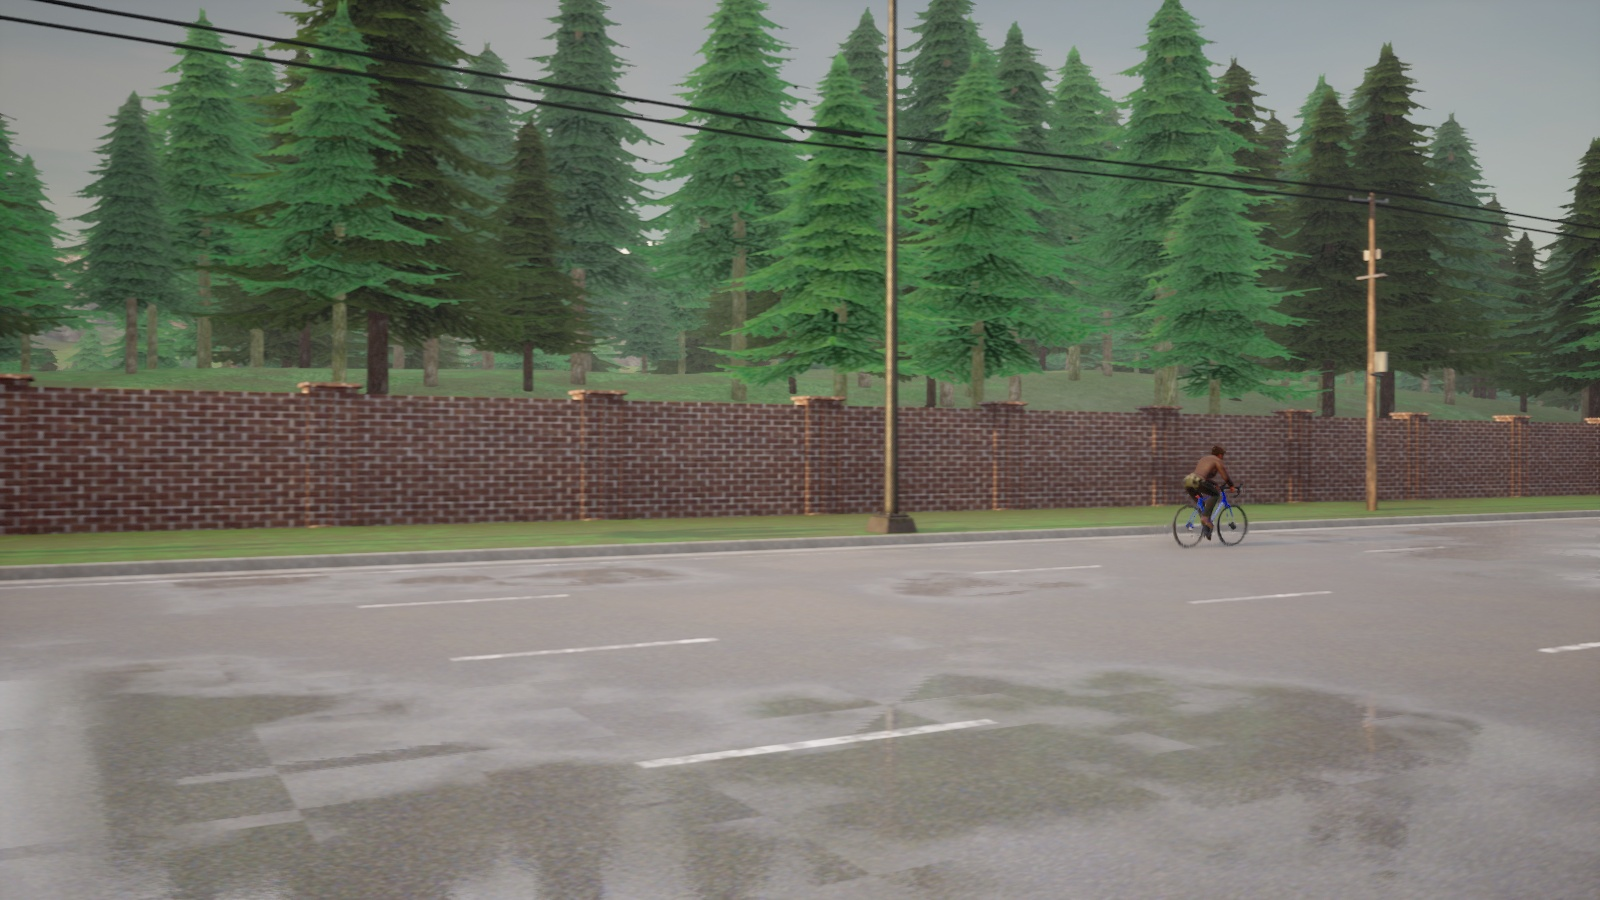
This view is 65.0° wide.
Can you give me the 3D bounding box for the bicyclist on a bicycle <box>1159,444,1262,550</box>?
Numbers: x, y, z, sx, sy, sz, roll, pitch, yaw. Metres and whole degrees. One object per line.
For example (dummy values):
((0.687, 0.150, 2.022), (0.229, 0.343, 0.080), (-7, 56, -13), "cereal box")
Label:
((6.542, 0.730, 20.004), (1.656, 1.620, 0.582), (0, 0, -29), "bicyclist on a bicycle")
